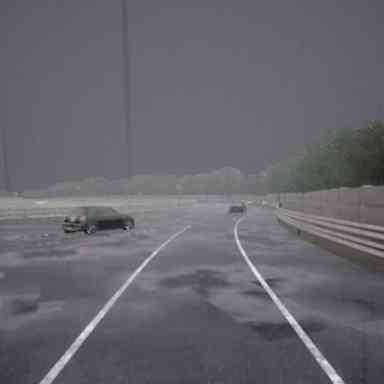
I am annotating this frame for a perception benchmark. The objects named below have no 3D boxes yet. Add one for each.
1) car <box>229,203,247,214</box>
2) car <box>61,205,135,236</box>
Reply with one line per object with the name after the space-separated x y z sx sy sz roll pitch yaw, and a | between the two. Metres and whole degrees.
6.492 2.255 46.588 1.882 1.535 5.008 0 -1 17 | car
-5.658 1.630 20.655 2.097 1.767 4.553 0 -1 32 | car
